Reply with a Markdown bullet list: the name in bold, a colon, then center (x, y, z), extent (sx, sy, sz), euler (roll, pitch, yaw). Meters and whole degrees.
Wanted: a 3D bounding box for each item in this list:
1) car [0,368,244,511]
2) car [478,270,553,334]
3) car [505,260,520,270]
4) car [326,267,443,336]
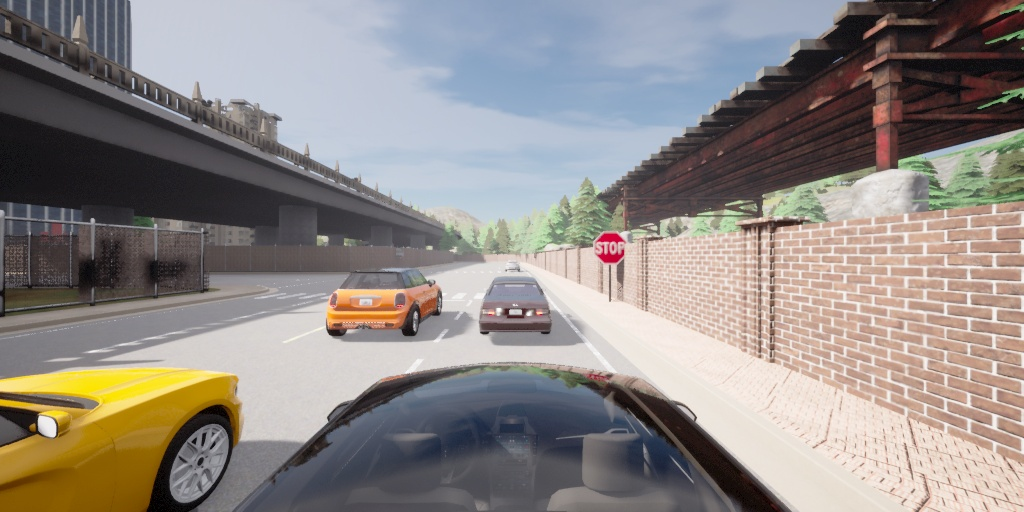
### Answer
- **car**: center (-3.398, 1.228, 1.257), extent (1.882, 1.535, 5.008), euler (0, 0, 0)
- **car**: center (0.078, 1.297, 10.537), extent (2.033, 1.411, 5.357), euler (0, 0, 0)
- **car**: center (0.068, 1.276, 46.364), extent (1.812, 1.442, 4.674), euler (0, 0, -1)
- **car**: center (-3.423, 1.102, 10.515), extent (2.097, 1.767, 4.553), euler (0, 0, 0)
